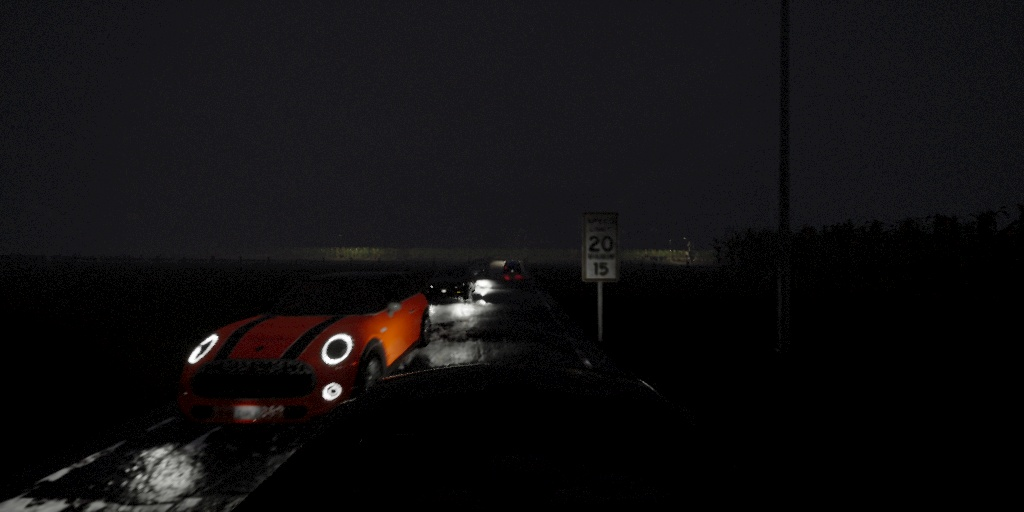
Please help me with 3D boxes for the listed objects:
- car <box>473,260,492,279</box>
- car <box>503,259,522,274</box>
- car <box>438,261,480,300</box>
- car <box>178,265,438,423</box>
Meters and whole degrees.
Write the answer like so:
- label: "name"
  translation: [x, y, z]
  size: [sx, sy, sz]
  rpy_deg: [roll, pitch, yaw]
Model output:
- label: "car"
  translation: [-2.805, 1.104, 30.896]
  size: [2.128, 1.511, 4.902]
  rpy_deg: [0, 0, 0]
- label: "car"
  translation: [0.032, 1.178, 37.692]
  size: [1.895, 1.301, 4.718]
  rpy_deg: [0, 0, 0]
- label: "car"
  translation: [-2.836, 1.183, 17.306]
  size: [1.837, 1.490, 4.892]
  rpy_deg: [0, 1, 0]
- label: "car"
  translation: [-2.846, 1.083, 6.104]
  size: [2.097, 1.767, 4.553]
  rpy_deg: [0, 0, 0]
